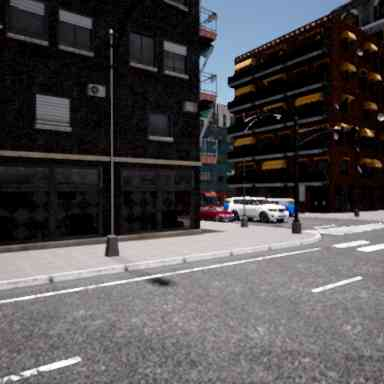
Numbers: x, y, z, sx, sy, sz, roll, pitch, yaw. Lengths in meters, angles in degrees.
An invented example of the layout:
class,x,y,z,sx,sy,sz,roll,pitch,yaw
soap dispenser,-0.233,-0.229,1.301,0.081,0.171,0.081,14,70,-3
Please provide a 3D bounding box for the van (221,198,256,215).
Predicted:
class,x,y,z,sx,sy,sz,roll,pitch,yaw
van,5.270,1.656,38.137,1.690,1.788,3.998,-1,0,-36

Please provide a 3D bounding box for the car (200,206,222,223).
class,x,y,z,sx,sy,sz,roll,pitch,yaw
car,1.848,1.861,28.703,1.802,1.307,4.206,-1,0,-36

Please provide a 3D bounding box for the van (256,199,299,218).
class,x,y,z,sx,sy,sz,roll,pitch,yaw
van,8.586,1.583,33.622,1.690,1.788,3.998,-1,0,-36

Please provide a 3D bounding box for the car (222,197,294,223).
class,x,y,z,sx,sy,sz,roll,pitch,yaw
car,5.424,1.455,28.165,2.150,2.045,5.566,0,-1,-36
